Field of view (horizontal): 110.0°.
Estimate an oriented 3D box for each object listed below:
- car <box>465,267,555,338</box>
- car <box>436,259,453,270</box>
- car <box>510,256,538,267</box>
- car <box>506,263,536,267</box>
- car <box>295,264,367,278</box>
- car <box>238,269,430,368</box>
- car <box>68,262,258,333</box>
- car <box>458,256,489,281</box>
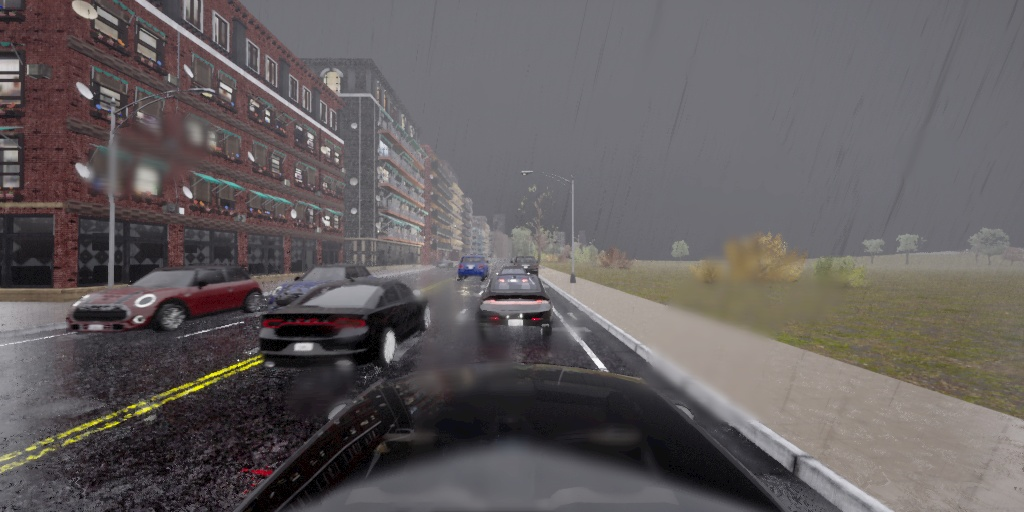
[{"bbox_3d":[0.081,1.243,10.260,2.128,1.511,4.902,0,0,0],"label":"car"},{"bbox_3d":[-9.964,1.244,53.334,2.128,1.511,4.902,0,0,0],"label":"car"},{"bbox_3d":[1.070,0.979,30.912,2.150,2.045,5.566,0,0,0],"label":"car"},{"bbox_3d":[0.060,1.301,20.700,2.033,1.411,5.357,0,0,0],"label":"car"},{"bbox_3d":[-6.626,1.104,13.183,2.097,1.767,4.553,0,0,0],"label":"car"},{"bbox_3d":[-3.165,1.229,7.914,1.882,1.535,5.008,0,0,0],"label":"car"},{"bbox_3d":[-9.870,1.103,10.756,2.097,1.767,4.553,0,0,0],"label":"car"},{"bbox_3d":[-3.219,0.977,30.501,2.150,2.045,5.566,0,0,0],"label":"car"}]
